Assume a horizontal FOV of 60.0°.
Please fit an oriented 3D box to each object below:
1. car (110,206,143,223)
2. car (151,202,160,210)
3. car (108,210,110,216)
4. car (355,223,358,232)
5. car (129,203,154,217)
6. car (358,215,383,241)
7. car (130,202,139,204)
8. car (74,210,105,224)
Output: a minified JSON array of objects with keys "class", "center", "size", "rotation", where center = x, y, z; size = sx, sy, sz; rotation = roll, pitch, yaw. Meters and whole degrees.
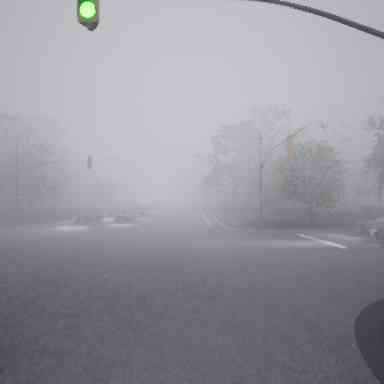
[{"class":"car","center":[-7.084,2.585,36.530],"size":[2.033,1.411,5.357],"rotation":[0,-1,0]},{"class":"car","center":[-6.986,2.535,62.294],"size":[2.033,1.411,5.357],"rotation":[0,1,0]},{"class":"car","center":[-10.573,2.744,47.240],"size":[1.895,1.301,4.718],"rotation":[0,0,0]},{"class":"car","center":[13.043,2.132,21.531],"size":[4.674,1.442,1.812],"rotation":[0,-2,-2]},{"class":"car","center":[-7.078,2.689,46.831],"size":[2.033,1.411,5.357],"rotation":[0,0,0]},{"class":"car","center":[12.126,1.979,18.000],"size":[4.902,1.511,2.128],"rotation":[0,-2,-2]},{"class":"car","center":[-10.491,2.564,61.574],"size":[1.994,1.385,4.181],"rotation":[0,1,0]},{"class":"car","center":[-10.608,2.601,34.654],"size":[1.895,1.301,4.718],"rotation":[0,-1,1]}]
